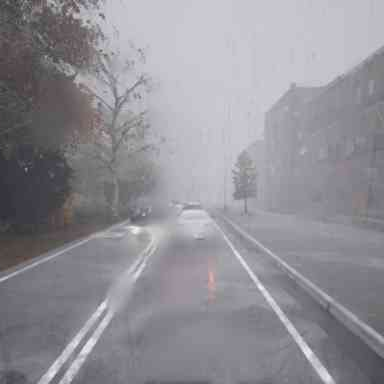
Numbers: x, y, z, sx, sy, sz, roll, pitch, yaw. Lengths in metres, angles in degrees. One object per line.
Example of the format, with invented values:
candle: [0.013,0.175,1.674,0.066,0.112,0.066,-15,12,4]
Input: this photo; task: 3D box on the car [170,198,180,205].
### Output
car: [-3.344,1.866,66.745,1.895,1.301,4.718,0,-1,0]

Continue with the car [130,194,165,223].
car: [-3.346,1.212,25.910,2.150,2.045,5.566,0,0,0]

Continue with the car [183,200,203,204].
car: [0.100,1.517,32.431,1.812,1.442,4.674,0,0,0]

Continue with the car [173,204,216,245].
car: [0.104,1.522,15.464,1.812,1.442,4.674,0,0,0]
